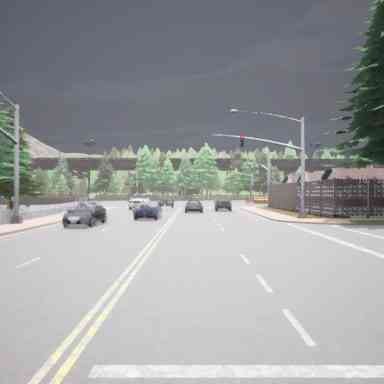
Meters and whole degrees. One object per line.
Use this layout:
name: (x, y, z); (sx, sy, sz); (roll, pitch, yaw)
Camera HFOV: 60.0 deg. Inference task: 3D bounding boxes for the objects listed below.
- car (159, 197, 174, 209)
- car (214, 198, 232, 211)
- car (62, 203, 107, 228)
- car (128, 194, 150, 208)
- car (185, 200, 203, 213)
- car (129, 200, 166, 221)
car: (-3.371, 1.358, 43.752); (1.994, 1.385, 4.181); (0, 0, 0)
car: (3.732, 1.504, 40.417); (1.837, 1.490, 4.892); (0, 0, 1)
car: (-7.033, 1.491, 22.210); (2.128, 1.511, 4.902); (0, 0, 0)
car: (-6.871, 1.228, 43.715); (2.150, 2.045, 5.566); (0, 0, 0)
car: (0.209, 1.564, 36.970); (1.994, 1.385, 4.181); (0, 0, 0)
car: (-3.516, 1.601, 27.002); (1.895, 1.301, 4.718); (0, 0, 0)
